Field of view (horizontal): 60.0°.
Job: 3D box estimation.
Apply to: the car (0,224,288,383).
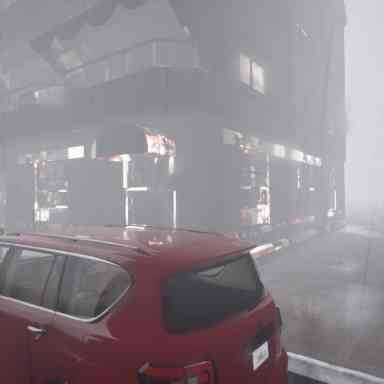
[{"bbox_3d":[-1.426,1.316,3.899,5.009,1.841,2.192,0,-1,35],"label":"car"}]
